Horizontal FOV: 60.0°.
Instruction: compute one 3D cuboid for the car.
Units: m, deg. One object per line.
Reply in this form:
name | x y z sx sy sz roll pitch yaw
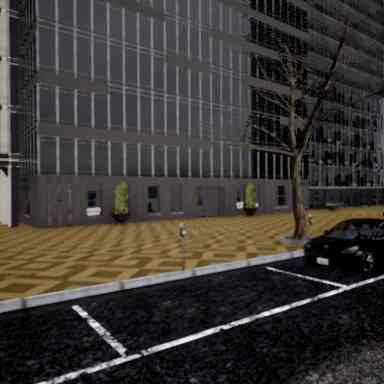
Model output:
car | 5.358 1.516 10.390 4.313 1.339 1.947 0 0 -36
